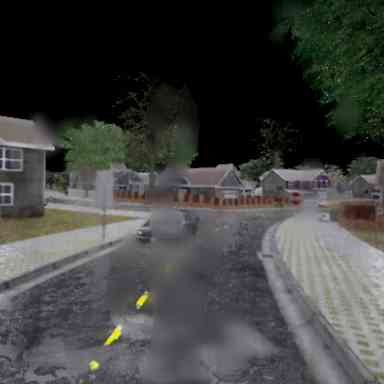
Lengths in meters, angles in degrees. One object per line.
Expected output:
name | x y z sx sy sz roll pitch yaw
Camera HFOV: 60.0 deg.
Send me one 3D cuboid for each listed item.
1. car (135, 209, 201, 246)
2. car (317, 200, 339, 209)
car | -0.862 1.531 15.606 2.033 1.411 5.357 1 0 13
car | 22.776 2.018 55.485 5.008 1.535 1.882 0 1 -40
